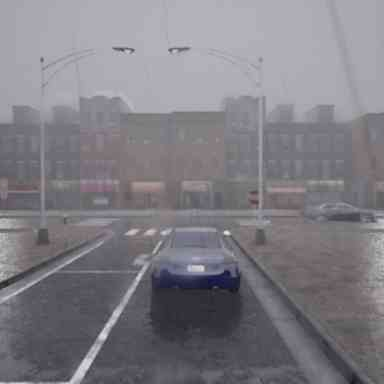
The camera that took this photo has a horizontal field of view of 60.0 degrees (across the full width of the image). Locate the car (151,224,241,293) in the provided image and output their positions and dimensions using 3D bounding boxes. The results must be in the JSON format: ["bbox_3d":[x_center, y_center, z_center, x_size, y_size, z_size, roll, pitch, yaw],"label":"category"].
[{"bbox_3d":[0.097,1.532,8.829,1.994,1.385,4.181,0,0,0],"label":"car"}]

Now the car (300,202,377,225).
[{"bbox_3d":[9.861,1.433,22.584,4.902,1.511,2.128,0,1,0],"label":"car"}]
